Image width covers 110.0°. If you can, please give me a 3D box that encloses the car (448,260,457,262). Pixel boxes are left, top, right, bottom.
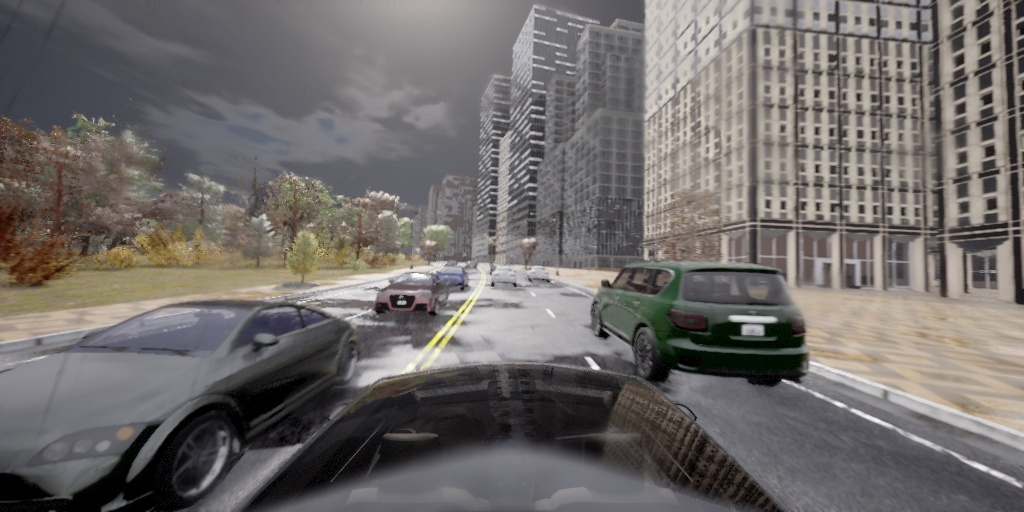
[{"bbox_3d":[-10.092,1.450,61.020,1.837,1.490,4.892,2,0,-6],"label":"car"}]

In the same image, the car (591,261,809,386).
[{"bbox_3d":[3.281,1.134,7.605,2.150,2.045,5.566,2,0,0],"label":"car"}]

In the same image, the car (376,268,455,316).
[{"bbox_3d":[-3.525,1.297,13.327,1.994,1.385,4.181,2,0,-2],"label":"car"}]

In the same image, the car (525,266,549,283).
[{"bbox_3d":[2.318,1.654,33.377,1.812,1.442,4.674,2,-1,-3],"label":"car"}]

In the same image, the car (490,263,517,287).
[{"bbox_3d":[-0.621,1.488,27.219,1.812,1.442,4.674,2,0,-3],"label":"car"}]

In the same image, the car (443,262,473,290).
[{"bbox_3d":[-3.796,1.337,23.106,1.812,1.442,4.674,2,-1,-2],"label":"car"}]

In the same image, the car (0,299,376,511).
[{"bbox_3d":[-3.399,1.221,4.069,1.994,1.385,4.181,2,-1,0],"label":"car"}]

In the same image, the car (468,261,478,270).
[{"bbox_3d":[-6.881,1.570,61.498,2.128,1.511,4.902,2,-1,-6],"label":"car"}]
